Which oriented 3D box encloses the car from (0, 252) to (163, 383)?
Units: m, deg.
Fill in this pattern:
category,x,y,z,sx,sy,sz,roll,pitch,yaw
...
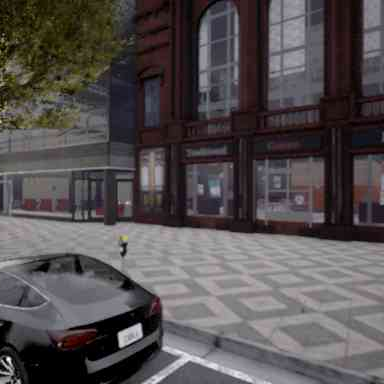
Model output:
category,x,y,z,sx,sy,sz,roll,pitch,yaw
car,-2.346,1.557,4.757,4.313,1.339,1.947,0,0,36
